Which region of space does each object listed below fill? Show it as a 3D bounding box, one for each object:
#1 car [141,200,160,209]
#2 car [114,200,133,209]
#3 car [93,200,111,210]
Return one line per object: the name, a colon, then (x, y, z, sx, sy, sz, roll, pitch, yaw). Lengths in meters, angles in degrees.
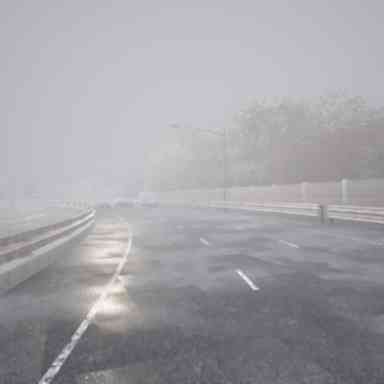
car: (-6.769, 1.984, 54.031, 1.812, 1.442, 4.674, 0, -1, -29)
car: (-11.424, 1.996, 55.188, 1.882, 1.535, 5.008, 0, -1, -30)
car: (-14.491, 2.066, 53.530, 1.812, 1.442, 4.674, 0, -1, -30)
